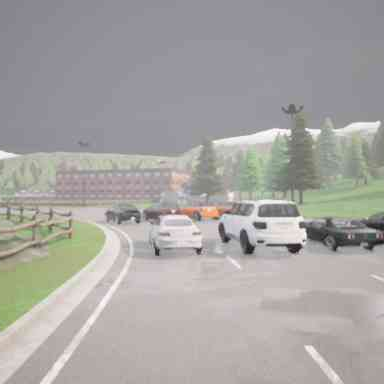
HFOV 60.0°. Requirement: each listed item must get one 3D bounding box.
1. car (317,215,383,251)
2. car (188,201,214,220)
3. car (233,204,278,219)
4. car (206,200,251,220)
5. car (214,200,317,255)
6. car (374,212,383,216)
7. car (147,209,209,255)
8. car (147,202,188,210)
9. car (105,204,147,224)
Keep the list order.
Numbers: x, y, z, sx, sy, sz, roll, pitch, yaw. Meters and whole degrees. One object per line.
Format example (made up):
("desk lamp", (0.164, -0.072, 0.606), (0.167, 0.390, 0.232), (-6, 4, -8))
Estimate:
("car", (6.197, 1.737, 14.862), (1.895, 1.301, 4.718), (0, -1, -10))
("car", (0.437, 1.638, 30.648), (2.097, 1.767, 4.553), (0, -1, -31))
("car", (6.473, 1.918, 34.206), (1.895, 1.301, 4.718), (0, -1, -30))
("car", (3.462, 1.653, 32.421), (2.097, 1.767, 4.553), (0, -1, -30))
("car", (2.759, 1.349, 14.223), (2.150, 2.045, 5.566), (0, 0, -9))
("car", (9.587, 1.620, 15.784), (1.882, 1.535, 5.008), (0, 0, -10))
("car", (-0.770, 1.659, 14.000), (1.812, 1.442, 4.674), (0, 0, -10))
("car", (-2.584, 1.624, 28.879), (2.097, 1.767, 4.553), (0, -1, -31))
("car", (-5.722, 1.769, 27.295), (1.837, 1.490, 4.892), (0, 0, -31))
